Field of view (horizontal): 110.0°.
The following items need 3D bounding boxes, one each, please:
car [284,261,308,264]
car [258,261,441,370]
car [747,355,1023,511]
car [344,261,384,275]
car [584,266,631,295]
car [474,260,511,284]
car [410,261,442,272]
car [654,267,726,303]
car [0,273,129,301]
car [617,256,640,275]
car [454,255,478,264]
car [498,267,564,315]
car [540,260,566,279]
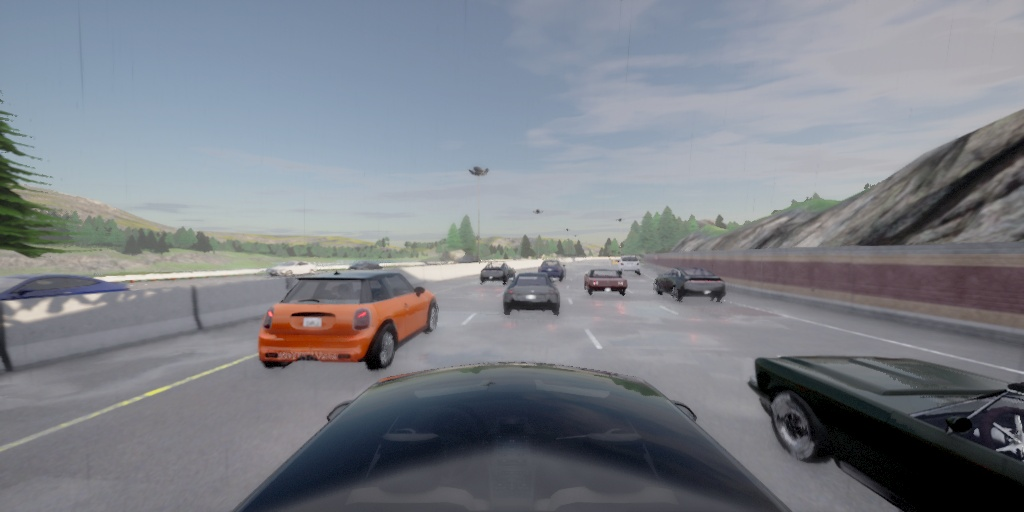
[{"bbox_3d":[-20.964,1.211,34.488,1.812,1.442,4.674,0,0,12],"label":"car"},{"bbox_3d":[-3.125,1.092,7.917,2.097,1.767,4.553,0,0,3],"label":"car"},{"bbox_3d":[3.654,1.362,2.007,1.895,1.301,4.718,0,0,0],"label":"car"},{"bbox_3d":[-16.212,1.264,39.610,1.994,1.385,4.181,0,0,14],"label":"car"},{"bbox_3d":[5.007,1.365,19.765,1.895,1.301,4.718,0,0,8],"label":"car"},{"bbox_3d":[-0.970,1.238,26.308,2.128,1.511,4.902,0,0,10],"label":"car"},{"bbox_3d":[-10.942,1.316,46.073,1.895,1.301,4.718,0,0,15],"label":"car"},{"bbox_3d":[8.171,1.265,16.887,2.128,1.511,4.902,0,0,7],"label":"car"},{"bbox_3d":[-13.718,1.234,10.112,1.812,1.442,4.674,0,0,4],"label":"car"},{"bbox_3d":[12.968,1.009,39.898,2.150,2.045,5.566,0,0,15],"label":"car"},{"bbox_3d":[-6.121,0.952,50.493,2.150,2.045,5.566,0,0,15],"label":"car"},{"bbox_3d":[0.799,1.316,13.755,1.994,1.385,4.181,0,0,5],"label":"car"},{"bbox_3d":[3.483,1.111,30.680,2.097,1.767,4.553,0,0,12],"label":"car"}]
